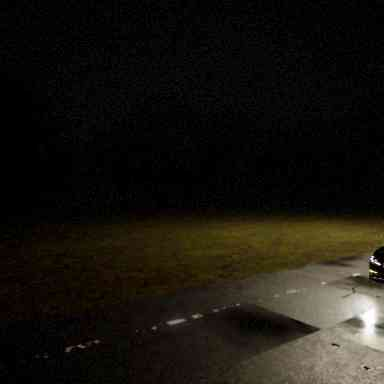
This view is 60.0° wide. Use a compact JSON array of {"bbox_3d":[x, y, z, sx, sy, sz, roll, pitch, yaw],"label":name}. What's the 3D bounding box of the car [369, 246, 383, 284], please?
[{"bbox_3d":[6.491,1.579,8.631,4.892,1.490,1.837,0,0,-36],"label":"car"}]
